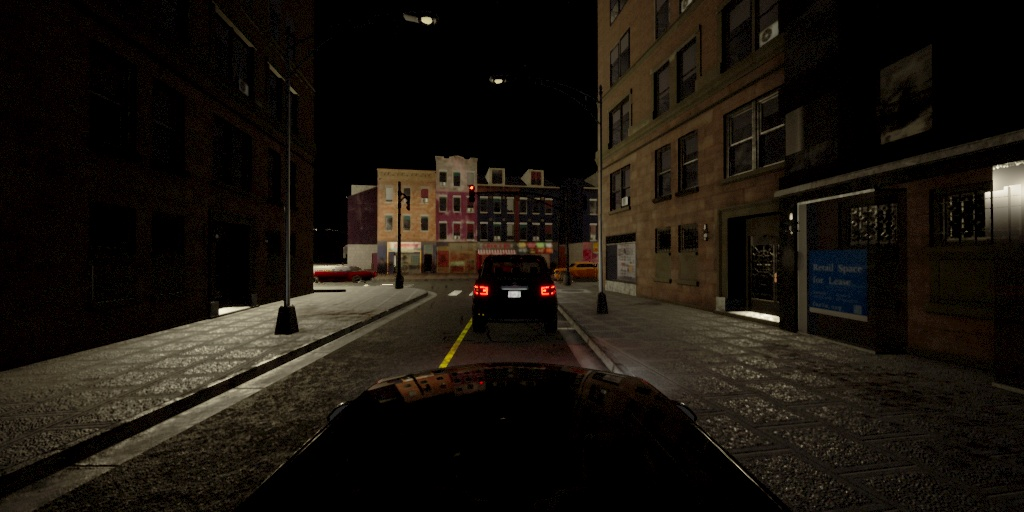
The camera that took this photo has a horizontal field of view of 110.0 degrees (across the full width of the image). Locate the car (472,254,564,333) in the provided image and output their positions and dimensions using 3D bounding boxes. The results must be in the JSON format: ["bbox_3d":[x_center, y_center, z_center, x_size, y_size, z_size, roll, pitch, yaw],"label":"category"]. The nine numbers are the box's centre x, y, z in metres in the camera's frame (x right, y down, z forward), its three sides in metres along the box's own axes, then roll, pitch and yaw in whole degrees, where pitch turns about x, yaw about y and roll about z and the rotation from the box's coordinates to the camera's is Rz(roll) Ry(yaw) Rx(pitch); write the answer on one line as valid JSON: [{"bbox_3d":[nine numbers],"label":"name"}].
[{"bbox_3d":[0.098,0.972,10.899,2.150,2.045,5.566,0,0,1],"label":"car"}]

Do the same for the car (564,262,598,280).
[{"bbox_3d":[5.450,1.221,29.176,5.008,1.535,1.882,0,0,-13],"label":"car"}]

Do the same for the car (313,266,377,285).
[{"bbox_3d":[-12.489,1.386,26.134,4.718,1.301,1.895,0,0,-10],"label":"car"}]
